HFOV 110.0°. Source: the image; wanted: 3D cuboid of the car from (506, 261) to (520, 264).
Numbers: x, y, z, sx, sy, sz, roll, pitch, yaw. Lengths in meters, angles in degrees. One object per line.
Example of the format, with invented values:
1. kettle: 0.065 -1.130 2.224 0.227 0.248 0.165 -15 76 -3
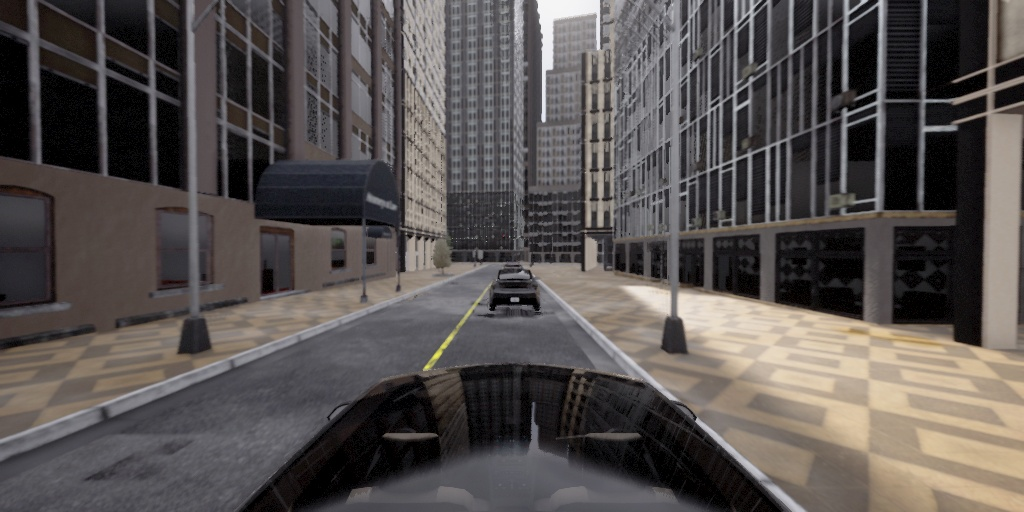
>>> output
1. car: 0.096 1.238 34.812 2.128 1.511 4.902 0 0 0

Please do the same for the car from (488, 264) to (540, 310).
1. car: 0.099 1.250 14.644 1.837 1.490 4.892 0 0 0
